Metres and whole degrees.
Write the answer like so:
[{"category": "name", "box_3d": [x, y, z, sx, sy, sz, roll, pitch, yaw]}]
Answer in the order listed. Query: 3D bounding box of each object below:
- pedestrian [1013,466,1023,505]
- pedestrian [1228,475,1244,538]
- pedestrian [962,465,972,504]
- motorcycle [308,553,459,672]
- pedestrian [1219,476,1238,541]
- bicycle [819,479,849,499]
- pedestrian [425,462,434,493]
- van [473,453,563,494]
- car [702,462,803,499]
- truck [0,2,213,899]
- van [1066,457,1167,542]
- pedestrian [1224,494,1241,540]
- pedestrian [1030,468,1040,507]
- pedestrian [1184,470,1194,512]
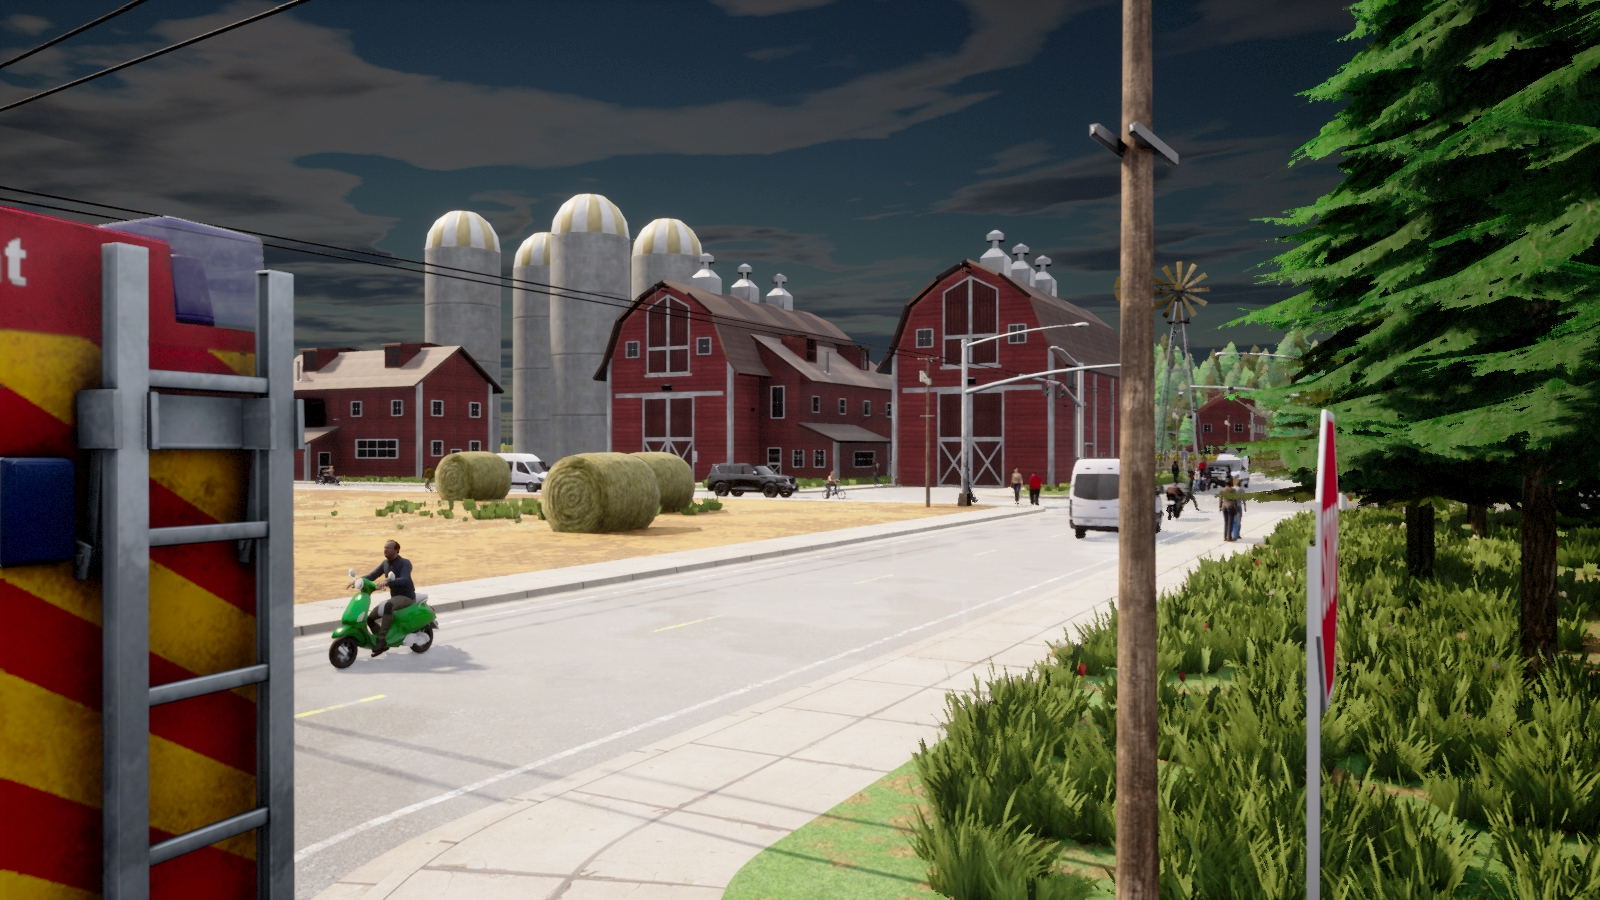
[{"category": "pedestrian", "box_3d": [10.429, 1.680, 54.764, 0.375, 1.860, 0.375, 0, 0, 28]}, {"category": "pedestrian", "box_3d": [13.117, 1.694, 34.373, 0.375, 1.860, 0.375, 0, 0, 40]}, {"category": "pedestrian", "box_3d": [8.132, 1.671, 55.795, 0.375, 1.860, 0.375, 0, 0, 29]}, {"category": "motorcycle", "box_3d": [-5.578, 2.142, 15.420, 0.856, 1.316, 1.805, 0, 0, 28]}, {"category": "pedestrian", "box_3d": [12.437, 1.695, 33.159, 0.375, 1.860, 0.375, 0, 0, -40]}, {"category": "bicycle", "box_3d": [1.911, 2.220, 64.691, 1.487, 1.080, 0.859, 0, 0, 27]}, {"category": "pedestrian", "box_3d": [-22.462, 1.668, 69.286, 0.375, 1.860, 0.375, 0, 0, 24]}, {"category": "van", "box_3d": [-18.614, 1.494, 75.285, 5.915, 2.561, 1.988, 0, 1, 27]}, {"category": "car", "box_3d": [-2.816, 1.752, 67.132, 5.566, 2.045, 2.150, 0, 0, 27]}, {"category": "truck", "box_3d": [-6.136, 0.864, 3.563, 8.468, 3.827, 2.891, 0, 0, 23]}, {"category": "van", "box_3d": [10.633, 1.535, 38.049, 1.988, 2.561, 5.915, 0, 0, 28]}, {"category": "pedestrian", "box_3d": [12.786, 1.976, 33.777, 0.375, 1.300, 0.375, 0, 0, 45]}, {"category": "pedestrian", "box_3d": [11.499, 1.826, 55.909, 0.375, 1.860, 0.375, 0, 0, -4]}, {"category": "pedestrian", "box_3d": [17.572, 1.840, 51.617, 0.375, 1.860, 0.375, 0, 0, 24]}]
